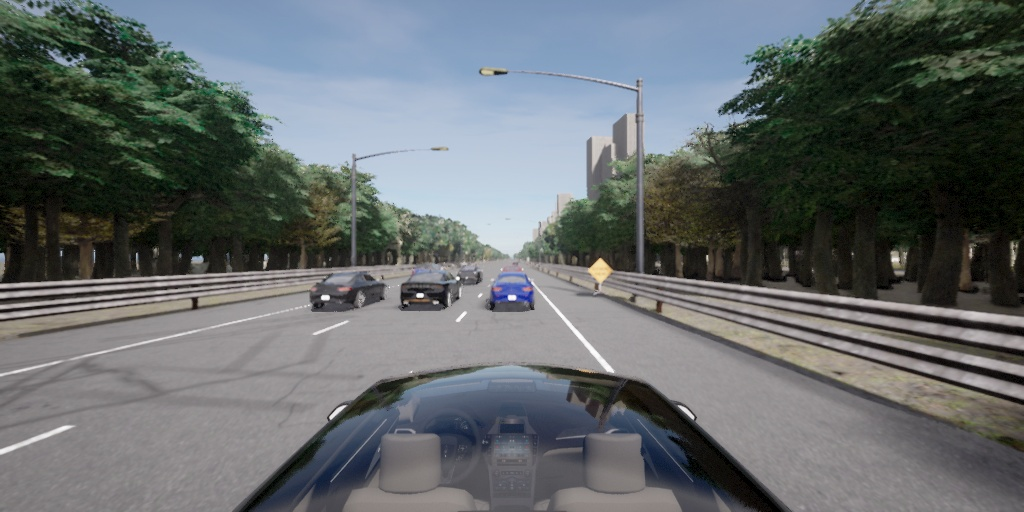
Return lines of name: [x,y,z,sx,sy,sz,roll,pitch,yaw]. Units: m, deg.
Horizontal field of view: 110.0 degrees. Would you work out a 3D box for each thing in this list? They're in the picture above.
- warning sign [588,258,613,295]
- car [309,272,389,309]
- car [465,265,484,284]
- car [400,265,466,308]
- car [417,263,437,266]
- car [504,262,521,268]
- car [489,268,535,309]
warning sign: [4.549,1.033,18.479,1.300,1.860,1.060,0,0,0]
car: [-6.981,1.415,15.753,1.812,1.442,4.674,0,0,0]
car: [-3.484,1.535,30.360,2.128,1.511,4.902,0,0,0]
car: [-3.477,1.371,16.100,1.882,1.535,5.008,0,0,0]
car: [-6.984,1.392,30.274,2.097,1.767,4.553,0,-1,0]
car: [0.024,1.527,31.108,1.882,1.535,5.008,0,0,0]
car: [0.021,1.415,15.759,1.812,1.442,4.674,0,0,0]
